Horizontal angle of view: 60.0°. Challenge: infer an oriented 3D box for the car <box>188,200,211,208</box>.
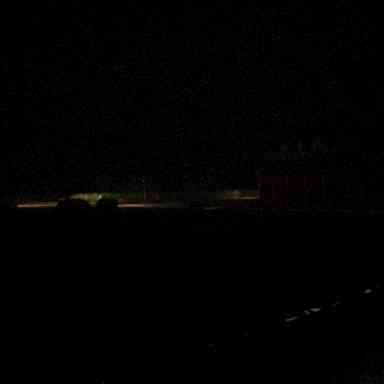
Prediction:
[{"bbox_3d":[1.297,2.326,64.212,2.033,1.411,5.357,0,-1,-36],"label":"car"}]
